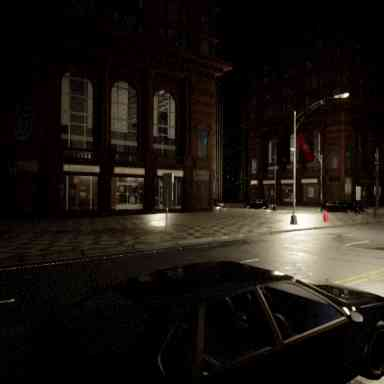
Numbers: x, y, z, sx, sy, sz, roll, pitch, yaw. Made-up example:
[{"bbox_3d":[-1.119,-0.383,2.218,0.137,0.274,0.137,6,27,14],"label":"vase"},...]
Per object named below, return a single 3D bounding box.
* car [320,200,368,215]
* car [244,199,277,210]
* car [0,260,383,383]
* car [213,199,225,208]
[{"bbox_3d":[16.023,1.656,35.211,1.837,1.490,4.892,1,-1,-32],"label":"car"},{"bbox_3d":[9.245,1.711,44.995,1.837,1.490,4.892,1,-1,-35],"label":"car"},{"bbox_3d":[0.394,1.547,3.723,5.357,1.411,2.033,0,0,-36],"label":"car"},{"bbox_3d":[3.330,1.778,53.336,1.812,1.442,4.674,1,-1,-35],"label":"car"}]
